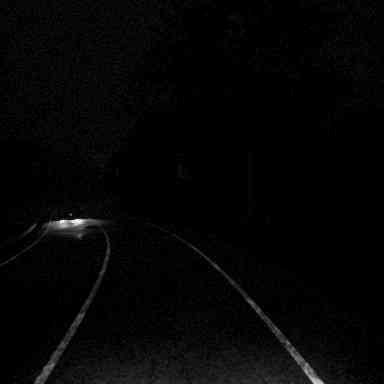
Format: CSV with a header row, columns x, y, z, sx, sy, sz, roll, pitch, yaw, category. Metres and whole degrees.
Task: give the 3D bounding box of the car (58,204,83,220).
x,y,z,sx,sy,sz,roll,pitch,yaw,category
-11.241,1.775,30.591,1.994,1.385,4.181,-2,0,-22,car
